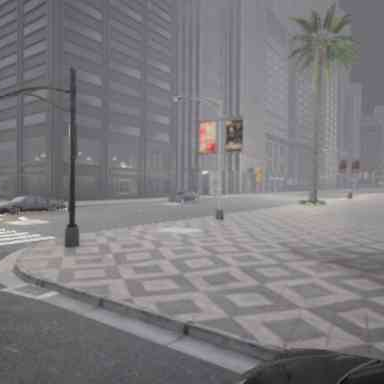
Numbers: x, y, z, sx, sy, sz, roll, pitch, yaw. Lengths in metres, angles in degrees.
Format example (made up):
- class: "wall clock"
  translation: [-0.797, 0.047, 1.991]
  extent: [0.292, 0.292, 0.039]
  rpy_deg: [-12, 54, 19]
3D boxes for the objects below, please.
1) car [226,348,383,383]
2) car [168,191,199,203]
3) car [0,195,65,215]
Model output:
- class: "car"
  translation: [2.007, 1.579, 1.537]
  extent: [4.313, 1.339, 1.947]
  rpy_deg: [1, 0, 36]
- class: "car"
  translation: [-1.031, 0.622, 42.179]
  extent: [1.837, 1.490, 4.892]
  rpy_deg: [1, 1, 36]
- class: "car"
  translation: [-12.696, 0.968, 25.956]
  extent: [2.033, 1.411, 5.357]
  rpy_deg: [1, 1, 36]
